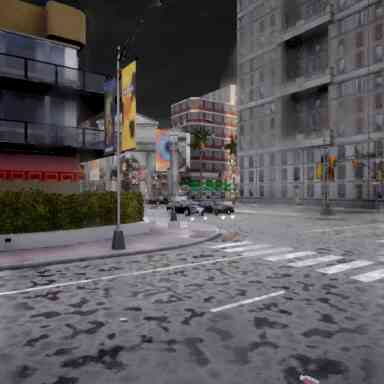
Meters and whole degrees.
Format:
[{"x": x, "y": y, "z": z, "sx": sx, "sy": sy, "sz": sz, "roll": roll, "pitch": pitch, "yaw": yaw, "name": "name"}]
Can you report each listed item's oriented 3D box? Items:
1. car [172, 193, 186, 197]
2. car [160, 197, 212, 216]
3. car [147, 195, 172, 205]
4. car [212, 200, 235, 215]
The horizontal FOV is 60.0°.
[{"x": -2.557, "y": 1.221, "z": 62.268, "sx": 2.150, "sy": 2.045, "sz": 5.566, "roll": 0, "pitch": 0, "yaw": -15, "name": "car"}, {"x": -0.657, "y": 1.491, "z": 32.176, "sx": 2.128, "sy": 1.511, "sz": 4.902, "roll": 0, "pitch": 0, "yaw": -35, "name": "car"}, {"x": -6.270, "y": 1.505, "z": 59.585, "sx": 1.837, "sy": 1.490, "sz": 4.892, "roll": 0, "pitch": 0, "yaw": -44, "name": "car"}, {"x": 2.028, "y": 1.547, "z": 34.440, "sx": 2.033, "sy": 1.411, "sz": 5.357, "roll": 0, "pitch": 0, "yaw": -35, "name": "car"}]
